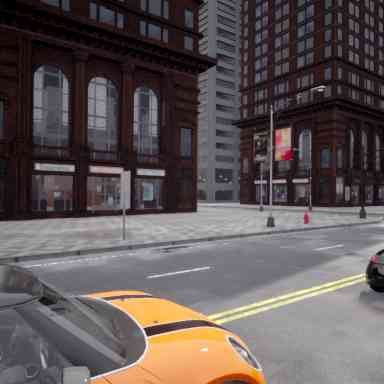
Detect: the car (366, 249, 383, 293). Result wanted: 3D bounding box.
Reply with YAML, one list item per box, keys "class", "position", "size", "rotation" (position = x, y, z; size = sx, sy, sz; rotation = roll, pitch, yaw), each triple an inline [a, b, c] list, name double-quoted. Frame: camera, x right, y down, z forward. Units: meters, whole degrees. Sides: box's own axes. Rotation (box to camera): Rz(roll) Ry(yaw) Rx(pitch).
- class: "car"
  position: [5.877, 1.576, 7.654]
  size: [4.181, 1.385, 1.994]
  rotation: [0, 0, -35]

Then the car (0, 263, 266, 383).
- class: "car"
  position: [-1.550, 1.352, 2.334]
  size: [4.553, 1.767, 2.097]
  rotation: [0, 0, -36]
